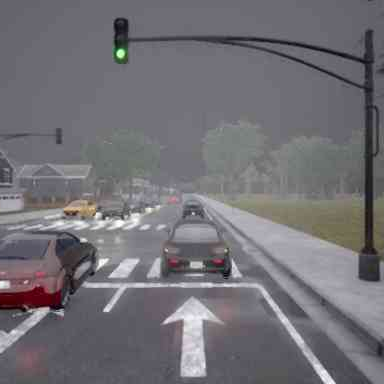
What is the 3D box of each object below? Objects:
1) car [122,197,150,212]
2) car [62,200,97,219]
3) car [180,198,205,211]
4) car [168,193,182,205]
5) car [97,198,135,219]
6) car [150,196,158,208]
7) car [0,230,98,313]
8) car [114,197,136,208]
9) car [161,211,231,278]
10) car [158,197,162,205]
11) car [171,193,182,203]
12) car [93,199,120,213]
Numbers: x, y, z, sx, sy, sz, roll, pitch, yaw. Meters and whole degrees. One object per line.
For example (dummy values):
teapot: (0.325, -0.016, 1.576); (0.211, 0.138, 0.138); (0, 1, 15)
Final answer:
car: (-6.581, 1.534, 38.758); (2.128, 1.511, 4.902); (0, 0, 0)
car: (-9.844, 1.514, 29.429); (1.882, 1.535, 5.008); (0, 0, -1)
car: (0.106, 1.542, 30.362); (1.837, 1.490, 4.892); (0, 0, 0)
car: (-3.236, 1.409, 59.976); (2.097, 1.767, 4.553); (0, 0, 0)
car: (-6.588, 1.541, 29.385); (1.837, 1.490, 4.892); (0, 0, 0)
car: (-6.538, 1.613, 48.762); (1.994, 1.385, 4.181); (0, 0, 1)
car: (-3.493, 1.575, 7.732); (1.994, 1.385, 4.181); (0, 0, -5)
car: (-9.782, 1.541, 48.959); (2.128, 1.511, 4.902); (0, 0, 1)
car: (0.105, 1.541, 10.095); (1.812, 1.442, 4.674); (0, 0, 0)
car: (-6.499, 1.561, 59.149); (1.837, 1.490, 4.892); (0, 0, 1)
car: (-3.233, 1.140, 70.041); (2.150, 2.045, 5.566); (0, 0, 0)
car: (-9.824, 1.606, 38.581); (1.994, 1.385, 4.181); (0, 0, 1)
